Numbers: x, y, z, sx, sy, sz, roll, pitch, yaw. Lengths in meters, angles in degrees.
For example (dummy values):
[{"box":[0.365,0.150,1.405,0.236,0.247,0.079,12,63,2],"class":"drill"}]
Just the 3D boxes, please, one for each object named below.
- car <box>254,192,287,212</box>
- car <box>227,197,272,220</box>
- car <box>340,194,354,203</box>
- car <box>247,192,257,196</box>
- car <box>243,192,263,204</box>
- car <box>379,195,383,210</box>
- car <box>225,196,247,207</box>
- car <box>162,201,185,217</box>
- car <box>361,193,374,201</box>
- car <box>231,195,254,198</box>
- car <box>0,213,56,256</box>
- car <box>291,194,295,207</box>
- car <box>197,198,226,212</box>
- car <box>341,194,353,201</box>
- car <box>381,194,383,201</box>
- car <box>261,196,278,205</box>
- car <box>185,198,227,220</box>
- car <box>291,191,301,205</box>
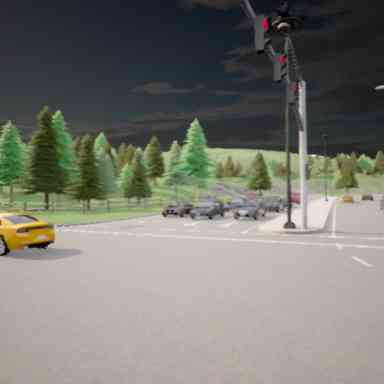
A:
[{"box":[8.498,1.208,35.689,2.097,1.767,4.553,-1,0,23],"class":"car"},{"box":[4.822,1.409,27.387,2.128,1.511,4.902,-1,0,24],"class":"car"},{"box":[25.572,1.049,54.807,1.882,1.535,5.008,-1,0,24],"class":"car"},{"box":[8.690,1.204,44.910,2.097,1.767,4.553,-1,0,23],"class":"car"},{"box":[10.702,1.039,58.291,2.150,2.045,5.566,-1,0,24],"class":"car"},{"box":[20.254,1.166,33.634,1.837,1.490,4.892,-1,0,23],"class":"car"},{"box":[6.492,1.366,48.629,1.882,1.535,5.008,-1,0,23],"class":"car"},{"box":[-1.152,1.580,31.169,1.994,1.385,4.181,-1,0,24],"class":"car"},{"box":[33.098,0.971,62.800,2.128,1.511,4.902,-1,0,25],"class":"car"},{"box":[5.109,1.438,36.664,1.812,1.442,4.674,-1,0,23],"class":"car"},{"box":[-7.870,1.607,13.762,5.008,1.535,1.882,-1,0,28],"class":"car"},{"box":[11.893,1.363,43.492,1.994,1.385,4.181,-1,0,23],"class":"car"},{"box":[2.352,1.463,39.102,1.837,1.490,4.892,-1,0,23],"class":"car"},{"box":[29.888,1.052,64.195,1.994,1.385,4.181,-1,0,25],"class":"car"},{"box":[36.360,0.987,61.513,1.895,1.301,4.718,-1,0,25],"class":"car"},{"box":[12.685,1.349,54.091,1.994,1.385,4.181,-1,0,23],"class":"car"},{"box":[1.435,1.500,28.485,1.812,1.442,4.674,-1,0,24],"class":"car"},{"box":[16.071,0.951,53.113,2.150,2.045,5.566,-1,0,23],"class":"car"}]
